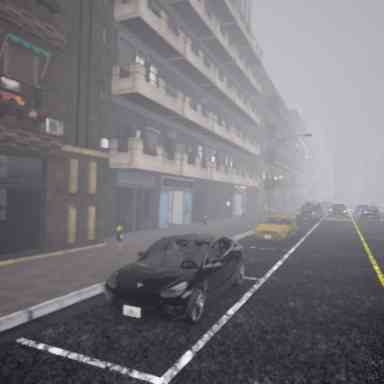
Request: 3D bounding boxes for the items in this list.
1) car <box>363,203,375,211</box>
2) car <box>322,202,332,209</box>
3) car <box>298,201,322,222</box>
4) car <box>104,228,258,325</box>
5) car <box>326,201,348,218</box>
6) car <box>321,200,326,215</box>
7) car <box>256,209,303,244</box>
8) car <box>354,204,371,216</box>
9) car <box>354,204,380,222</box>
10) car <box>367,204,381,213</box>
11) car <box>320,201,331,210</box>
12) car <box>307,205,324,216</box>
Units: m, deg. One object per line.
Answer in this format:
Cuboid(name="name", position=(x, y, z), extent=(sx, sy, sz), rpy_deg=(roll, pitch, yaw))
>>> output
Cuboid(name="car", position=(37.702, 3.150, 70.760), extent=(1.887, 1.381, 4.507), rpy_deg=(2, 0, 24))
Cuboid(name="car", position=(30.069, 2.966, 74.215), extent=(1.887, 1.381, 4.507), rpy_deg=(2, 0, 24))
Cuboid(name="car", position=(11.521, 2.027, 33.125), extent=(1.967, 1.590, 4.097), rpy_deg=(2, 0, 24))
Cuboid(name="car", position=(-0.077, 1.626, 7.442), extent=(1.947, 1.339, 4.313), rpy_deg=(2, 0, 24))
Cuboid(name="car", position=(17.605, 2.162, 40.061), extent=(2.097, 1.767, 4.553), rpy_deg=(1, 0, 24))
Cuboid(name="car", position=(13.845, 2.007, 38.262), extent=(2.192, 1.841, 5.009), rpy_deg=(2, 0, 24))
Cuboid(name="car", position=(4.492, 1.794, 17.560), extent=(1.752, 1.417, 4.829), rpy_deg=(2, 0, 24))
Cuboid(name="car", position=(24.050, 2.521, 47.056), extent=(1.882, 1.535, 5.008), rpy_deg=(1, 0, 24))
Cuboid(name="car", position=(18.886, 2.301, 35.553), extent=(2.128, 1.511, 4.902), rpy_deg=(1, -1, 25))
Cuboid(name="car", position=(33.135, 2.926, 60.643), extent=(1.752, 1.417, 4.829), rpy_deg=(2, 0, 24))
Cuboid(name="car", position=(27.753, 2.758, 69.078), extent=(1.967, 1.590, 4.097), rpy_deg=(2, 0, 24))
Cuboid(name="car", position=(16.155, 2.379, 43.397), extent=(1.802, 1.307, 4.206), rpy_deg=(2, 0, 24))
